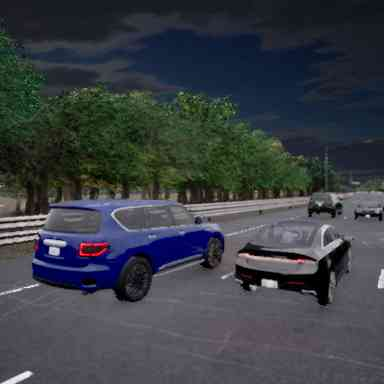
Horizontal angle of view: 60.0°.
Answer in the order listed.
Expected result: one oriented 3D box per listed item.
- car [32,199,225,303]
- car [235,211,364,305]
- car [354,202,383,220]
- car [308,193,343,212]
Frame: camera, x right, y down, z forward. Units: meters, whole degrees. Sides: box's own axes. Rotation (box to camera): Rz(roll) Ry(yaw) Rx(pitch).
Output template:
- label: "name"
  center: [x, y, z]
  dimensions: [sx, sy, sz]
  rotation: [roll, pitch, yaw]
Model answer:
- label: "car"
  center: [-1.170, 1.197, 8.550]
  dimensions: [2.150, 2.045, 5.566]
  rotation: [0, 0, 32]
- label: "car"
  center: [2.717, 1.459, 8.162]
  dimensions: [2.128, 1.511, 4.902]
  rotation: [0, 0, 32]
- label: "car"
  center: [14.310, 1.487, 26.678]
  dimensions: [1.895, 1.301, 4.718]
  rotation: [0, 0, 32]
- label: "car"
  center: [11.792, 1.106, 29.250]
  dimensions: [2.150, 2.045, 5.566]
  rotation: [0, 0, 32]
